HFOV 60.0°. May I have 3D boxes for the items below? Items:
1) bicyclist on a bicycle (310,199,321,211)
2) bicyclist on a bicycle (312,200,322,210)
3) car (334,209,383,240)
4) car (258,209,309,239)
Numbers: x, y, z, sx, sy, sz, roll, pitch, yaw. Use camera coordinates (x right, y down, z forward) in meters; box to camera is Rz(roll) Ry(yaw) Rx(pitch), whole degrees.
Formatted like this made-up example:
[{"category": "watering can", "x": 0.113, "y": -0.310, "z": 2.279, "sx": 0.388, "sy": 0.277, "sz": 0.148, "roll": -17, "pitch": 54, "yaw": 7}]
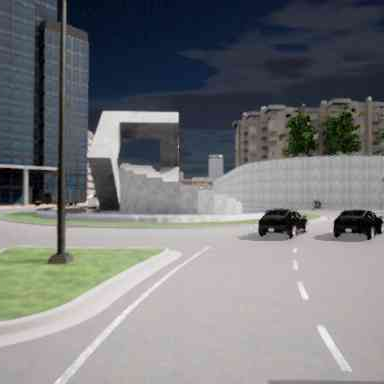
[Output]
[{"category": "bicyclist on a bicycle", "x": 19.774, "y": 2.015, "z": 53.292, "sx": 1.656, "sy": 1.620, "sz": 0.582, "roll": -10, "pitch": 5, "yaw": -32}, {"category": "bicyclist on a bicycle", "x": 20.126, "y": 2.048, "z": 52.778, "sx": 1.656, "sy": 1.620, "sz": 0.582, "roll": -5, "pitch": 11, "yaw": -30}, {"category": "car", "x": 9.531, "y": 1.741, "z": 18.857, "sx": 1.837, "sy": 1.490, "sz": 4.892, "roll": -2, "pitch": -2, "yaw": 39}, {"category": "car", "x": 5.337, "y": 1.721, "z": 19.084, "sx": 1.837, "sy": 1.490, "sz": 4.892, "roll": -1, "pitch": -1, "yaw": 32}]
